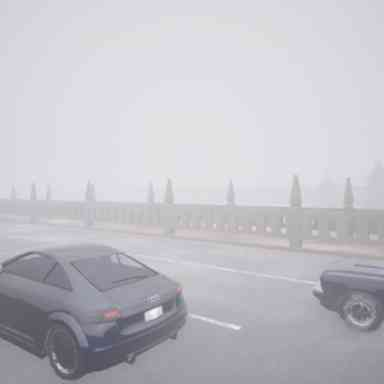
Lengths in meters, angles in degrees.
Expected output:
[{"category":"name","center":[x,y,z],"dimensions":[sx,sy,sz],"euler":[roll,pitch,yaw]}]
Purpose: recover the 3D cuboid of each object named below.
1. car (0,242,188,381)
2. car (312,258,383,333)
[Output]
[{"category":"car","center":[-2.131,1.553,5.516],"dimensions":[4.181,1.385,1.994],"euler":[0,0,36]},{"category":"car","center":[4.440,1.603,5.124],"dimensions":[4.718,1.301,1.895],"euler":[0,0,36]}]
